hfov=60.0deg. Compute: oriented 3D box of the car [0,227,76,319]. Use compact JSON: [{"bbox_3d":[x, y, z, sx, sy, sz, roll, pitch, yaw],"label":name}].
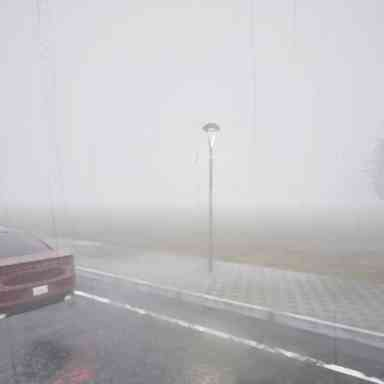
[{"bbox_3d":[-4.506,1.462,6.964,5.008,1.535,1.882,0,0,36],"label":"car"}]
